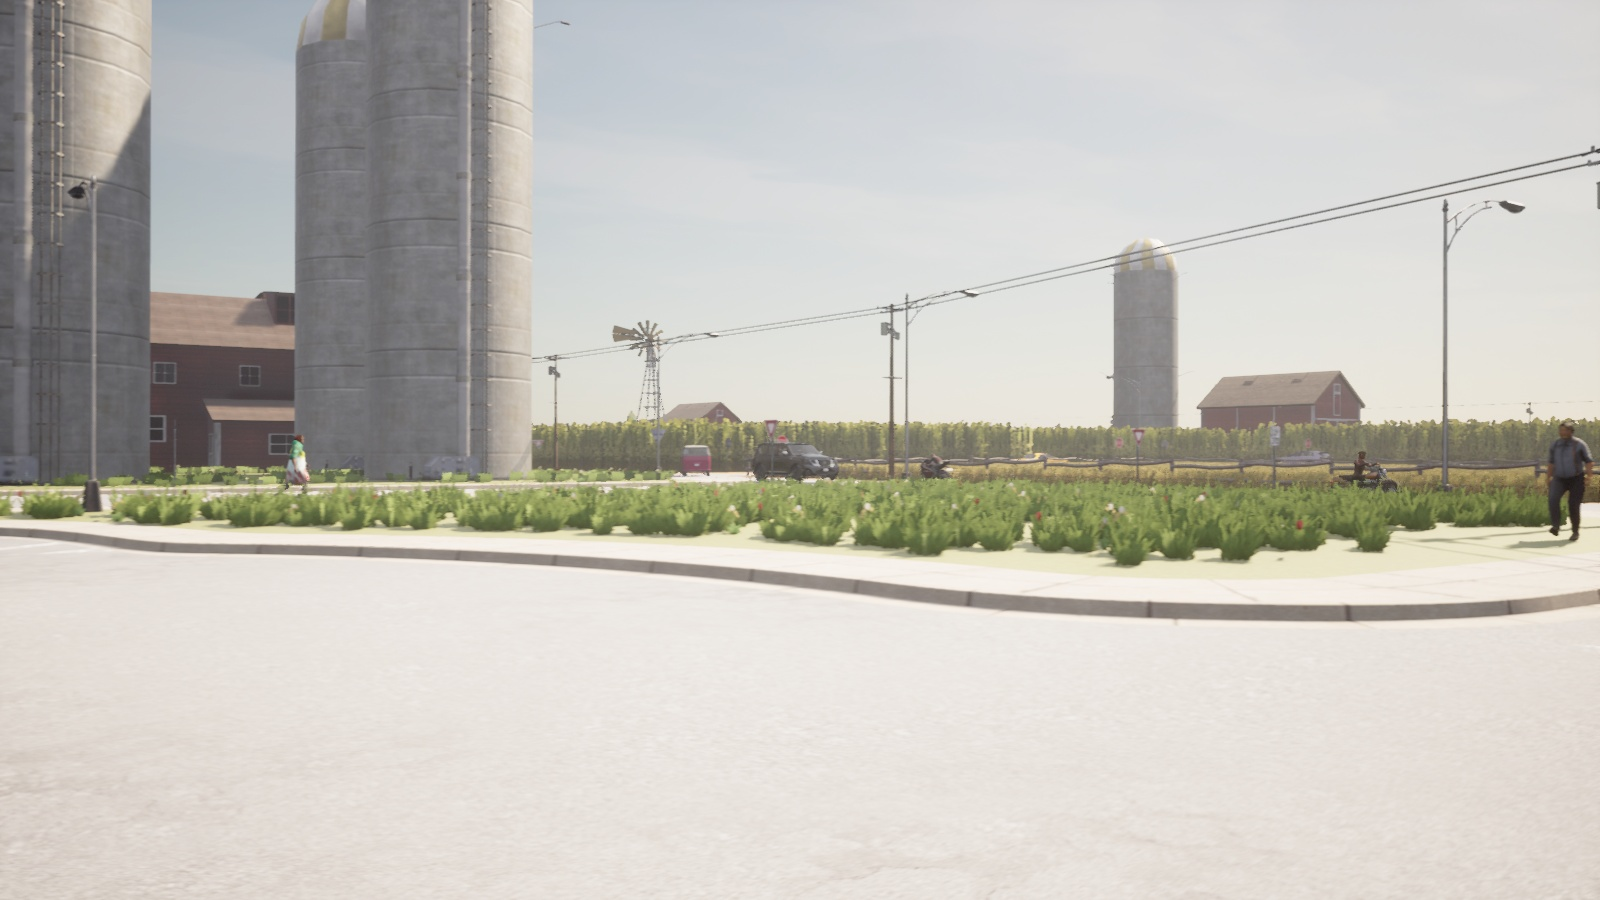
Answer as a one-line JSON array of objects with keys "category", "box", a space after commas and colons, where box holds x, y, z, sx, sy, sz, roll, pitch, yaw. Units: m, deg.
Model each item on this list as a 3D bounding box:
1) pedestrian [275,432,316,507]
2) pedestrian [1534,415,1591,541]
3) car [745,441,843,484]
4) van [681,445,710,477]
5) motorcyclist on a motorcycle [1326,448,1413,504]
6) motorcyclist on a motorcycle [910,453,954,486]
[{"category": "pedestrian", "box": [-13.287, 0.509, 33.064, 0.873, 1.952, 0.659, 0, 0, -36]}, {"category": "pedestrian", "box": [11.455, 0.405, 18.858, 0.694, 1.848, 0.540, 0, 0, -41]}, {"category": "car", "box": [-0.357, 0.620, 63.407, 2.150, 2.045, 5.566, 0, 0, -35]}, {"category": "van", "box": [-6.731, 0.709, 80.991, 1.775, 1.987, 4.442, -1, 0, -5]}, {"category": "motorcyclist on a motorcycle", "box": [17.216, 0.752, 38.042, 0.766, 1.649, 2.350, 0, 0, -34]}, {"category": "motorcyclist on a motorcycle", "box": [6.305, 0.913, 59.938, 0.866, 1.530, 2.191, 0, 0, -35]}]
